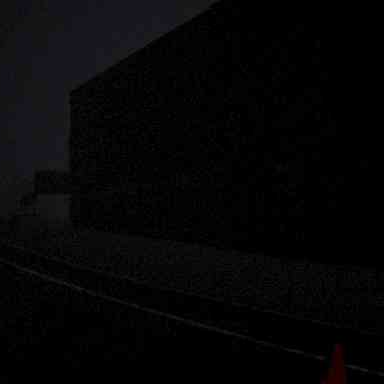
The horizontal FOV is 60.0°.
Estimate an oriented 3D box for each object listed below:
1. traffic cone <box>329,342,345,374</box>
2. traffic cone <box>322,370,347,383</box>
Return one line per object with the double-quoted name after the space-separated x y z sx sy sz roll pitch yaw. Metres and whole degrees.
1.743 2.114 4.008 0.340 0.580 0.340 1 -2 25 "traffic cone"
1.323 2.081 3.103 0.340 0.580 0.340 1 -2 25 "traffic cone"
